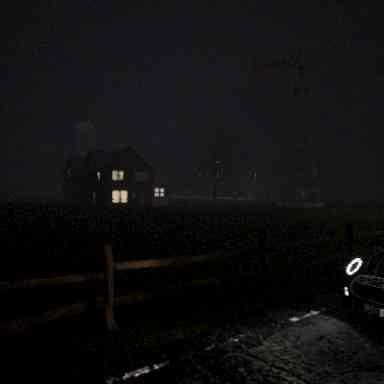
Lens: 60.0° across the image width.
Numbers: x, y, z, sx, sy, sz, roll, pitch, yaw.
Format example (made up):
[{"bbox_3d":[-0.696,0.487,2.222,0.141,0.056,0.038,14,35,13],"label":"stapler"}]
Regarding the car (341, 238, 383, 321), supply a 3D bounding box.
[{"bbox_3d":[5.001,1.386,6.611,4.553,1.767,2.097,0,0,-35],"label":"car"}]
